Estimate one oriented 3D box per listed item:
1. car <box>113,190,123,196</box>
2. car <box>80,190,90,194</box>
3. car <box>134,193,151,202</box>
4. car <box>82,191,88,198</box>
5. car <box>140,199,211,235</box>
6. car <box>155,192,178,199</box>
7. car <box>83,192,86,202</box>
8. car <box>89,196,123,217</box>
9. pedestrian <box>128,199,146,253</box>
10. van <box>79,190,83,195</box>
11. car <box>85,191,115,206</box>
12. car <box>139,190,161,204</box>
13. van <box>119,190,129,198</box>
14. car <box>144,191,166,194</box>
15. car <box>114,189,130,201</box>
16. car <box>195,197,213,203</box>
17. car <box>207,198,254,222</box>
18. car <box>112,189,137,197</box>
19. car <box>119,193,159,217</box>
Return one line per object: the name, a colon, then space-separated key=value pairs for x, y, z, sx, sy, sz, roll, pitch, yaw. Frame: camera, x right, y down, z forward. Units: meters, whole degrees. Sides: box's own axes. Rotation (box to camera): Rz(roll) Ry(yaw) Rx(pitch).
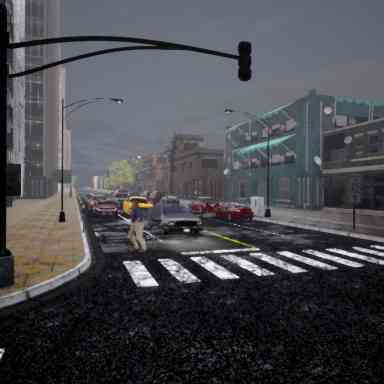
car: x=-19.348 y=0.301 z=86.468 sx=1.967 sy=1.590 sz=4.097 roll=1 pitch=0 yaw=-20
car: x=-16.127 y=0.831 z=52.305 sx=1.887 sy=1.381 sz=4.507 roll=1 pitch=0 yaw=-20
car: x=-8.285 y=0.850 z=55.268 sx=1.752 sy=1.417 sz=4.829 roll=1 pitch=0 yaw=-20
car: x=-14.274 y=0.942 z=47.079 sx=1.802 sy=1.307 sz=4.206 roll=1 pitch=0 yaw=-20
car: x=-1.115 y=1.329 z=17.694 sx=2.033 sy=1.411 sz=5.357 roll=0 pitch=1 yaw=-20
car: x=-2.668 y=1.098 z=39.425 sx=2.008 sy=1.369 sz=4.403 roll=1 pitch=0 yaw=-20
car: x=-12.420 y=1.015 z=41.849 sx=1.802 sy=1.307 sz=4.206 roll=1 pitch=0 yaw=-20
car: x=-6.860 y=1.228 z=26.170 sx=1.802 sy=1.307 sz=4.206 roll=1 pitch=0 yaw=-20
pedestrian: x=-1.876 y=1.133 z=11.318 sx=0.375 sy=1.860 sz=0.375 roll=1 pitch=0 yaw=-20
van: x=-21.683 y=0.397 z=67.985 sx=1.690 sy=1.788 sz=3.998 roll=1 pitch=0 yaw=-20
car: x=-8.710 y=1.016 z=31.395 sx=1.967 sy=1.590 sz=4.097 roll=1 pitch=0 yaw=-20
car: x=-6.370 y=0.717 z=49.879 sx=2.192 sy=1.841 sz=5.009 roll=1 pitch=0 yaw=-20
van: x=-15.639 y=0.360 z=76.014 sx=1.690 sy=1.788 sz=3.998 roll=1 pitch=0 yaw=-20
car: x=-4.516 y=0.790 z=44.650 sx=2.192 sy=1.841 sz=5.009 roll=1 pitch=0 yaw=-20
car: x=-12.746 y=0.452 z=60.066 sx=2.150 sy=2.045 sz=5.566 roll=0 pitch=1 yaw=-20
car: x=1.041 y=1.128 z=28.971 sx=1.967 sy=1.590 sz=4.097 roll=1 pitch=0 yaw=-20
car: x=2.893 y=1.338 z=23.742 sx=1.802 sy=1.307 sz=4.206 roll=1 pitch=0 yaw=-20
car: x=-7.666 y=0.888 z=36.207 sx=2.097 sy=1.767 sz=4.553 roll=0 pitch=1 yaw=-19
car: x=-4.378 y=1.138 z=26.923 sx=1.882 sy=1.535 sz=5.008 roll=0 pitch=1 yaw=-20
